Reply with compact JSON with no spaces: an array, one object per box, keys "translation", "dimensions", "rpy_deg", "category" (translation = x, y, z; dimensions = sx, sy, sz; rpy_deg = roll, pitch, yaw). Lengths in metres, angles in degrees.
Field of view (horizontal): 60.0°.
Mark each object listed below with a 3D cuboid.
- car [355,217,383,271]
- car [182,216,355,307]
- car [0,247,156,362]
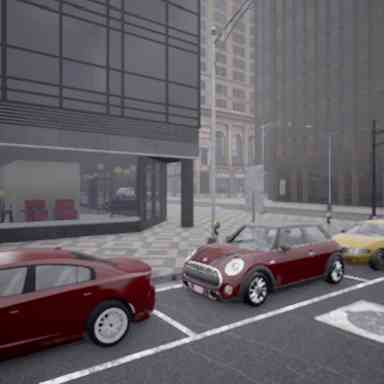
[{"translation":[6.058,1.520,10.952],"dimensions":[4.829,1.417,1.752],"rpy_deg":[0,0,-35],"category":"car"},{"translation":[1.750,1.437,7.888],"dimensions":[4.097,1.590,1.967],"rpy_deg":[0,0,-35],"category":"car"},{"translation":[-2.697,1.545,4.724],"dimensions":[4.507,1.381,1.887],"rpy_deg":[0,0,-35],"category":"car"}]
